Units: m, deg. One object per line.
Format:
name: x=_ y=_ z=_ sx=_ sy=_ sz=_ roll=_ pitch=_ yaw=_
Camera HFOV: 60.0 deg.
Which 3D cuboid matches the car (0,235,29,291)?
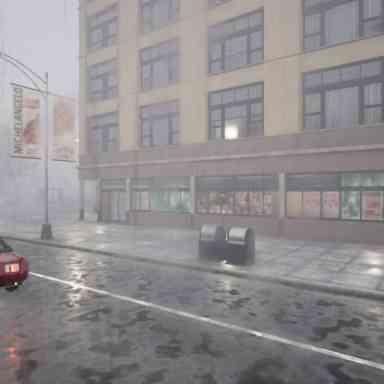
car: x=-5.642 y=1.601 z=8.113 sx=1.895 sy=1.301 sz=4.718 roll=0 pitch=0 yaw=-42
